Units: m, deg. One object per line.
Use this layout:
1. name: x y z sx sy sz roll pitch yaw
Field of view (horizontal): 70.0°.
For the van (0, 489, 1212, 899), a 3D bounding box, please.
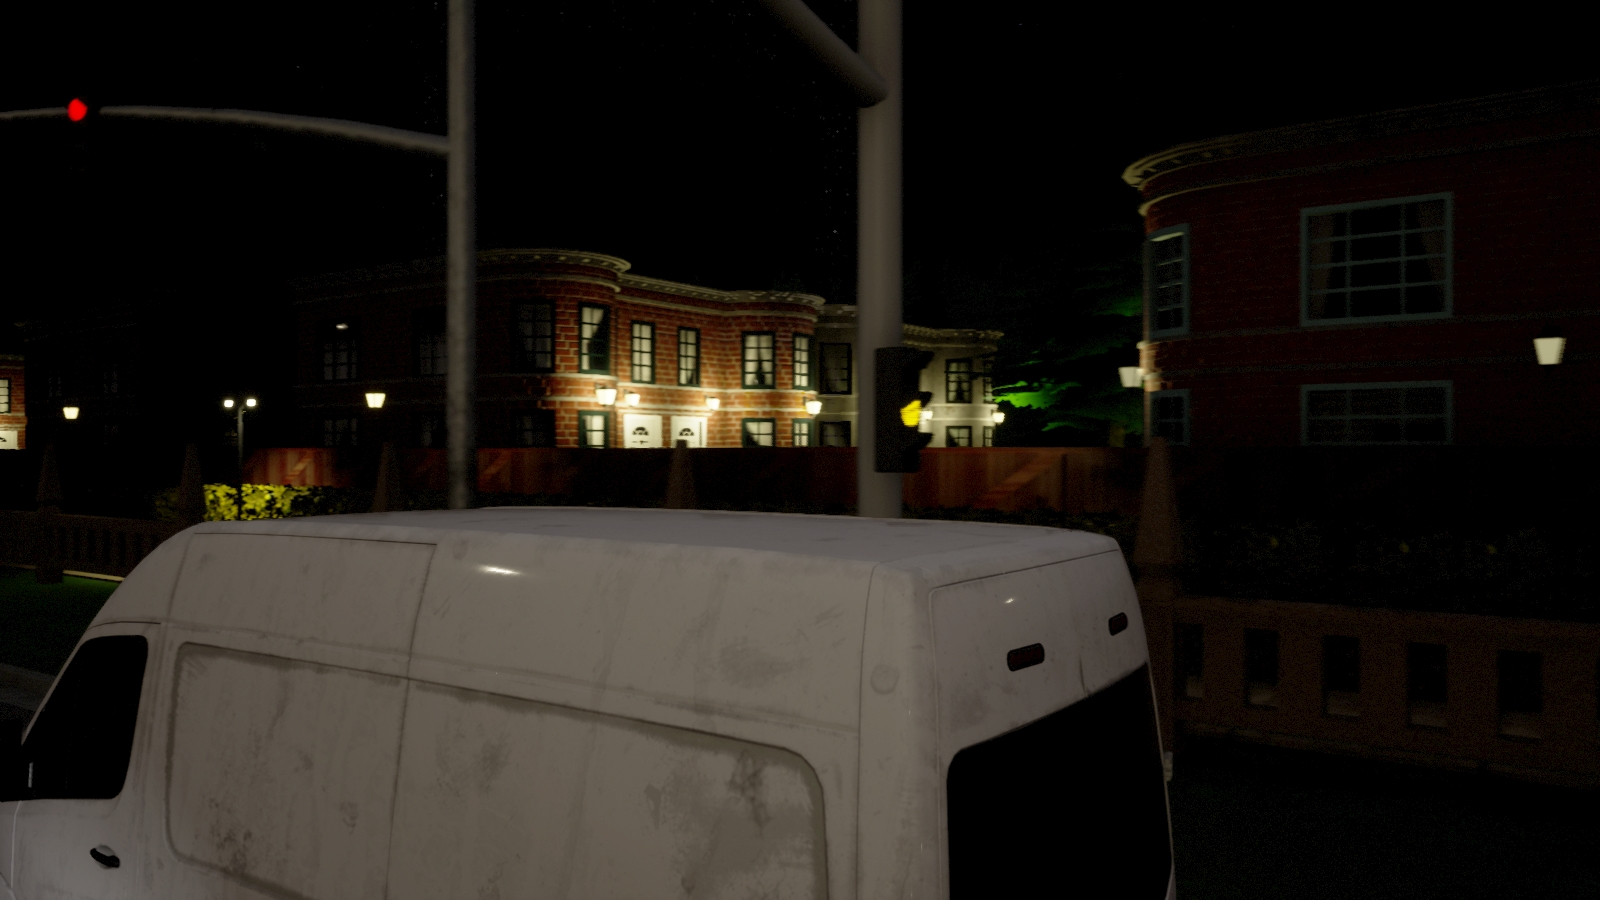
1. van: -1.558 1.536 4.868 5.915 2.561 1.988 0 0 35
